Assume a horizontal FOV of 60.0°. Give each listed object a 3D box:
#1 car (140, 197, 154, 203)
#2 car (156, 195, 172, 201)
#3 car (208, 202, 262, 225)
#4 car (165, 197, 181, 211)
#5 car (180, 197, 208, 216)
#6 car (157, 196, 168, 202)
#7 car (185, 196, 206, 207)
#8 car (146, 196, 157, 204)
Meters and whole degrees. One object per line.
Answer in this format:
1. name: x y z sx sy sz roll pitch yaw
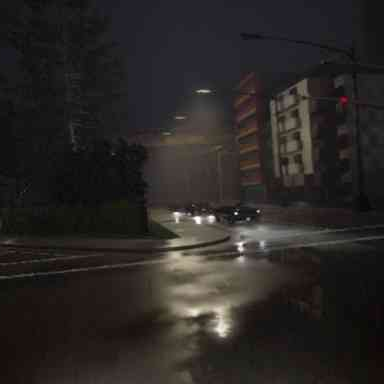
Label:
1. car: -10.842 1.822 79.709 1.853 1.218 4.536 -4 0 11
2. car: -6.772 1.528 80.359 1.853 1.218 4.536 -4 0 -34
3. car: 2.835 1.327 21.973 1.895 1.301 4.718 -4 0 -13
4. car: -1.678 1.591 41.177 1.895 1.301 4.718 -4 0 -13
5. car: 0.581 1.422 31.537 1.994 1.385 4.181 -4 0 -13
6. car: -6.732 1.683 80.316 2.038 1.542 4.974 -4 0 -34
7. car: 0.448 1.380 48.124 1.994 1.385 4.181 -4 0 -13
8. car: -10.840 1.980 79.659 2.038 1.542 4.974 -4 0 11
